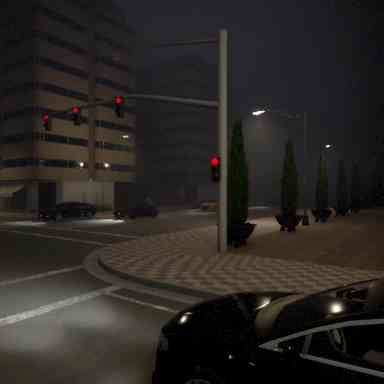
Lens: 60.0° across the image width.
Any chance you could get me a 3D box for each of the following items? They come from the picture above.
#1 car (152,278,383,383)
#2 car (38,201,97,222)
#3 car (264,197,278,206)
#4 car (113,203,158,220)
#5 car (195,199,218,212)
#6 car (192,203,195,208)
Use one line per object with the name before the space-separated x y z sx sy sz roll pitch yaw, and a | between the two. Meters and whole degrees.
car | 1.834 1.492 2.665 4.902 1.511 2.128 0 0 36
car | -10.229 1.558 27.525 1.837 1.490 4.892 0 1 35
car | 13.466 1.552 54.829 2.128 1.511 4.902 0 0 35
car | -4.851 1.619 29.072 1.994 1.385 4.181 0 0 35
car | 2.854 1.533 39.969 1.882 1.535 5.008 0 0 35
car | 2.179 1.603 45.077 2.033 1.411 5.357 0 0 35
